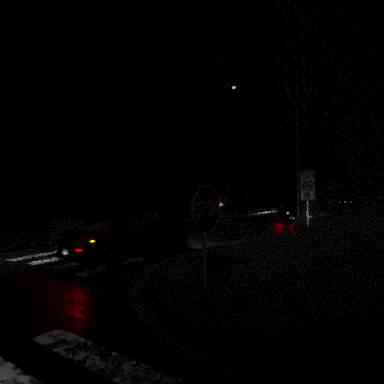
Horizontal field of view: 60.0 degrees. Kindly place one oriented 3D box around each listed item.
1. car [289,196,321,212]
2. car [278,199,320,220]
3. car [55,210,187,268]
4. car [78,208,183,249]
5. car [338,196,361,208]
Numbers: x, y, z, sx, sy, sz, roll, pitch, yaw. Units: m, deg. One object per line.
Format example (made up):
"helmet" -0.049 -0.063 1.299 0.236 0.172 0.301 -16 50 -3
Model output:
"car" 12.283 1.191 35.911 1.882 1.535 5.008 -1 0 36
"car" 8.052 1.230 24.986 2.128 1.511 4.902 -1 0 36
"car" -2.069 1.413 10.836 1.812 1.442 4.674 -1 0 36
"car" -2.602 1.509 15.187 1.895 1.301 4.718 -1 0 36
"car" 19.184 1.163 40.502 2.033 1.411 5.357 -1 0 36
